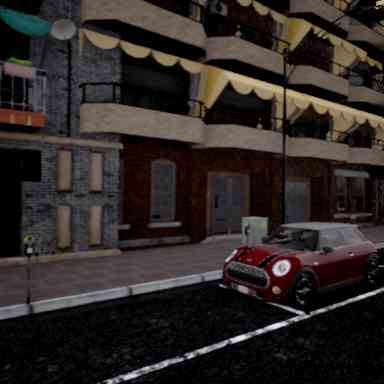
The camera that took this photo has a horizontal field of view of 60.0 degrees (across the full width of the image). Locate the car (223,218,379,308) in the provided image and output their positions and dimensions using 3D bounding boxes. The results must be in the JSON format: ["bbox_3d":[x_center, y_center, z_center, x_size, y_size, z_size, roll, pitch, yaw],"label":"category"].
[{"bbox_3d":[2.680,1.488,7.997,4.097,1.590,1.967,0,0,-35],"label":"car"}]
